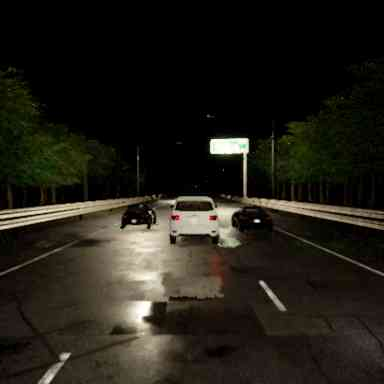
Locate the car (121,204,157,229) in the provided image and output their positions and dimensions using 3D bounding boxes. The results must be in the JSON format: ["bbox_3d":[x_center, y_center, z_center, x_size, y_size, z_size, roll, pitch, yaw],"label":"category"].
[{"bbox_3d":[-3.411,1.541,21.843,1.812,1.442,4.674,0,0,0],"label":"car"}]

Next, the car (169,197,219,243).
[{"bbox_3d":[0.092,1.238,16.249,2.150,2.045,5.566,0,0,0],"label":"car"}]

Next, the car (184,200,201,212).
[{"bbox_3d":[0.079,1.616,39.622,1.895,1.301,4.718,0,0,0],"label":"car"}]

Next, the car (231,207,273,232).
[{"bbox_3d":[3.588,1.580,20.352,1.994,1.385,4.181,0,0,0],"label":"car"}]
